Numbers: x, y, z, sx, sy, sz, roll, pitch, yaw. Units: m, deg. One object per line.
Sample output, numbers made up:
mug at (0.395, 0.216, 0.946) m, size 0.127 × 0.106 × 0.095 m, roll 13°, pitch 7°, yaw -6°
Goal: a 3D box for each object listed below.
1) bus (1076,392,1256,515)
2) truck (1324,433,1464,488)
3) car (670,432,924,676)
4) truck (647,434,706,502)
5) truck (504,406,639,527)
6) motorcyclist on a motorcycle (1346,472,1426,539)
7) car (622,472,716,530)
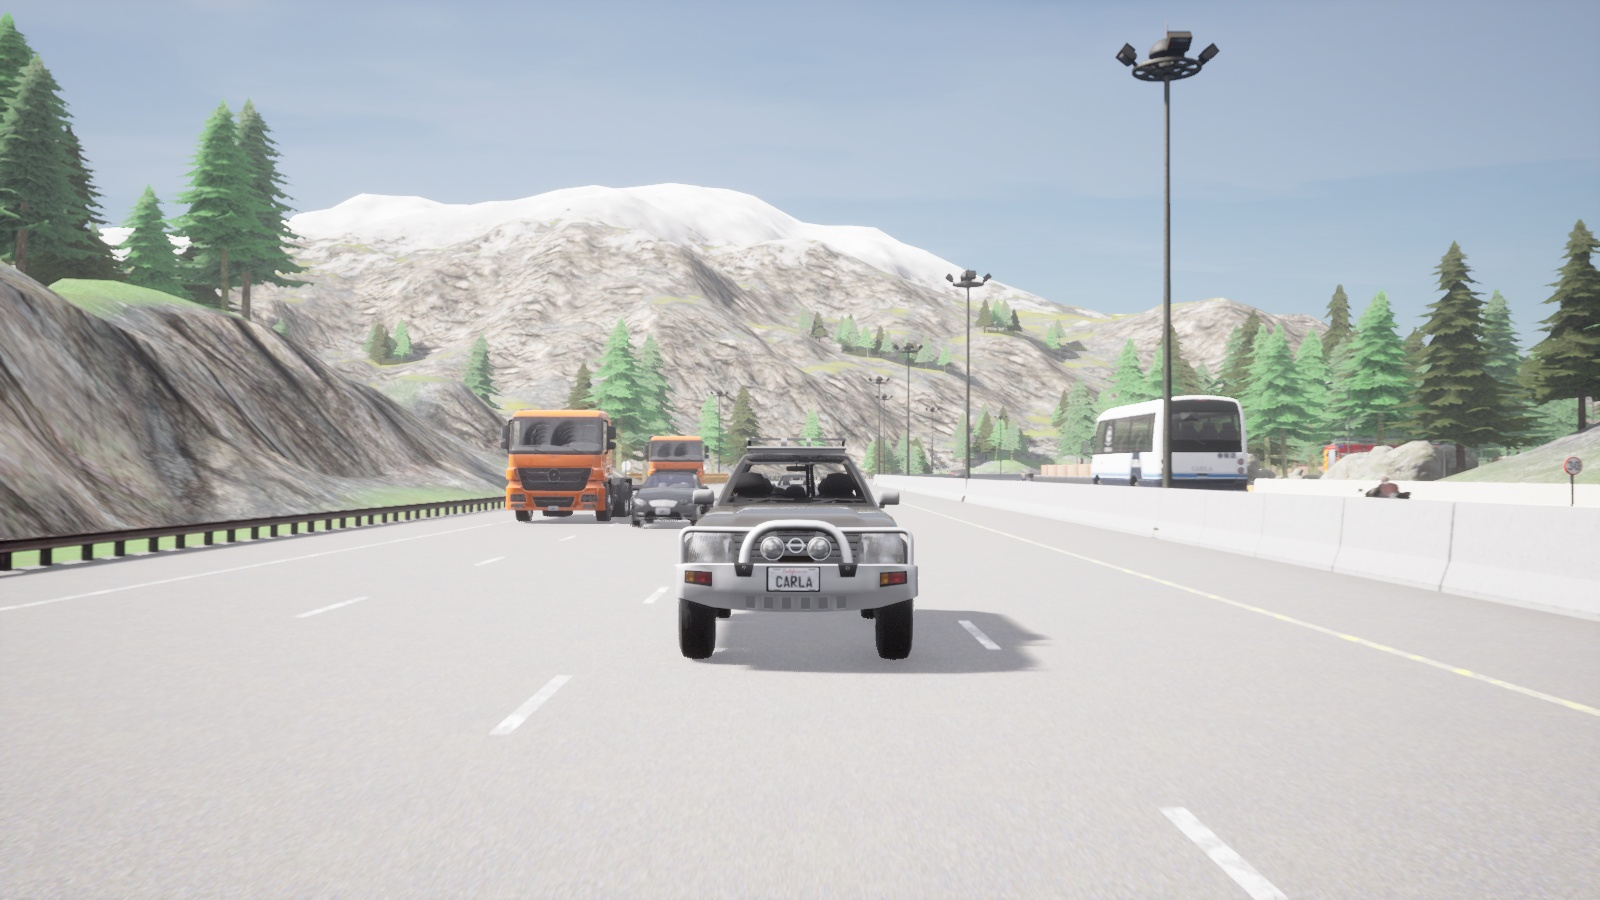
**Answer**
bus at (13.876, 0.200, 48.847) m, size 3.944 × 4.253 × 10.273 m, roll 0°, pitch -1°, yaw 0°
truck at (42.047, 0.777, 89.056) m, size 8.468 × 3.827 × 2.891 m, roll 0°, pitch -1°, yaw 0°
car at (-0.030, 0.831, 11.913) m, size 1.932 × 1.855 × 4.605 m, roll 0°, pitch -1°, yaw 0°
truck at (-6.783, 1.002, 68.216) m, size 2.891 × 3.462 × 7.936 m, roll 0°, pitch -1°, yaw -8°
truck at (-7.101, 0.533, 40.133) m, size 2.891 × 3.462 × 7.936 m, roll 0°, pitch -1°, yaw 0°
motorcyclist on a motorcycle at (13.927, 1.295, 29.916) m, size 0.866 × 1.530 × 2.191 m, roll 0°, pitch -1°, yaw 0°
car at (-3.586, 1.375, 35.239) m, size 2.128 × 1.511 × 4.902 m, roll 0°, pitch -1°, yaw 0°
